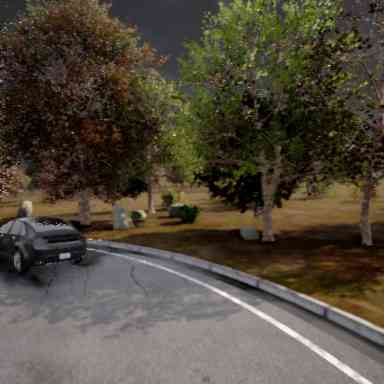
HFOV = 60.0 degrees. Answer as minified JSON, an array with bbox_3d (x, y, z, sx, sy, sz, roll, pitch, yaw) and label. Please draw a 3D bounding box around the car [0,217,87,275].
[{"bbox_3d":[-5.262,1.585,10.996,4.892,1.490,1.837,-1,-1,45],"label":"car"}]
